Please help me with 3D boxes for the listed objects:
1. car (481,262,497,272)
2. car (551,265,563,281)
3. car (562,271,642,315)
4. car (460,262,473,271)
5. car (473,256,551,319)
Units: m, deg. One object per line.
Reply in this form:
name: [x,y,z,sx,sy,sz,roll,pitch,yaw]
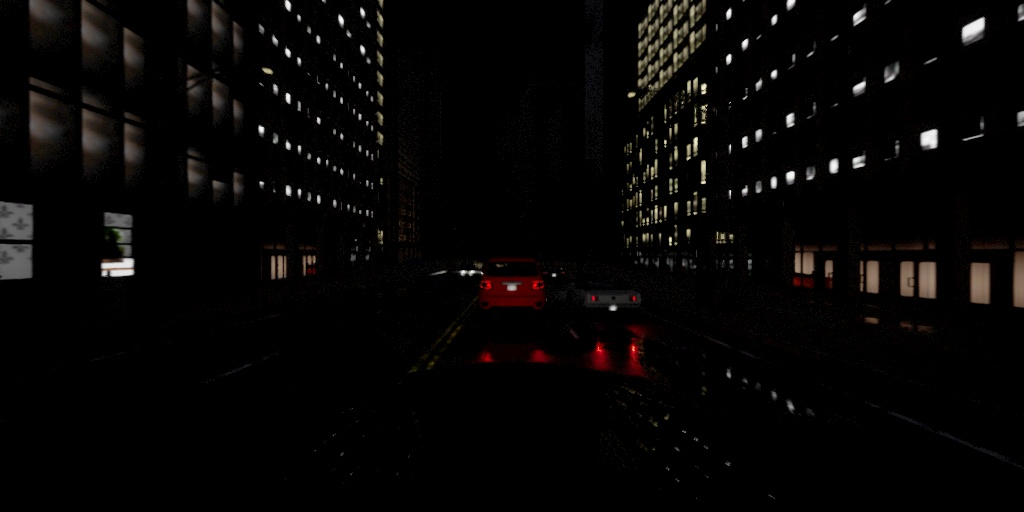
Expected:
car: [-3.357,1.551,52.439,1.994,1.385,4.181,0,0,0]
car: [3.288,1.457,29.780,1.994,1.385,4.181,0,0,1]
car: [3.283,1.414,13.793,1.895,1.301,4.718,0,0,1]
car: [-6.600,1.557,53.926,1.994,1.385,4.181,0,0,0]
car: [0.026,1.034,13.274,2.150,2.045,5.566,0,0,1]
